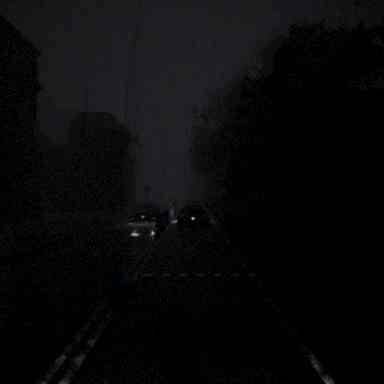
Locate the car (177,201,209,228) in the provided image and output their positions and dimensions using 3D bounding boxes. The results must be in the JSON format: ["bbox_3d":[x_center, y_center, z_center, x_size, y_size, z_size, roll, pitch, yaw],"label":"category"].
[{"bbox_3d":[0.062,1.518,21.664,1.994,1.385,4.181,1,1,0],"label":"car"}]

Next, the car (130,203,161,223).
[{"bbox_3d":[-3.401,1.501,24.990,1.994,1.385,4.181,0,1,0],"label":"car"}]

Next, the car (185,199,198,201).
[{"bbox_3d":[-0.041,1.474,42.018,1.895,1.301,4.718,0,0,0],"label":"car"}]

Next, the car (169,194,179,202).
[{"bbox_3d":[-3.628,1.237,67.112,2.128,1.511,4.902,0,1,-1],"label":"car"}]
